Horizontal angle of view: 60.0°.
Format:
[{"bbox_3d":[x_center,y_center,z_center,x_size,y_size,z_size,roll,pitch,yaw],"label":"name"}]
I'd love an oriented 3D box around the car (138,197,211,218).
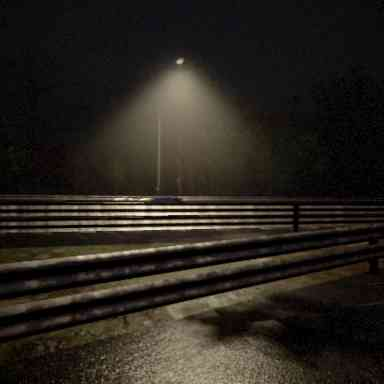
[{"bbox_3d":[-1.088,1.049,20.543,4.674,1.442,1.812,1,0,-17],"label":"car"}]
